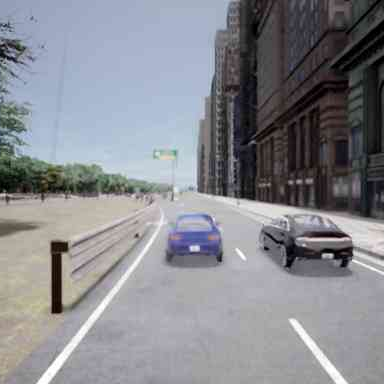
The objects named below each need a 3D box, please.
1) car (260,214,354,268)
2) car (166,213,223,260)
[{"bbox_3d":[3.583,1.473,11.186,2.128,1.511,4.902,0,0,0],"label":"car"},{"bbox_3d":[0.086,1.505,12.145,1.812,1.442,4.674,0,0,0],"label":"car"}]
